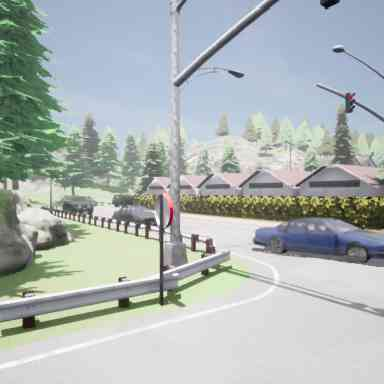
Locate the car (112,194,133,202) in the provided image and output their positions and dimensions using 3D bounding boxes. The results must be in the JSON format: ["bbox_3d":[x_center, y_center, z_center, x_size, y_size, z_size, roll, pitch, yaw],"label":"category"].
[{"bbox_3d":[-10.432,1.398,54.088,2.150,2.045,5.566,0,0,37],"label":"car"}]

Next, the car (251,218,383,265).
[{"bbox_3d":[4.806,1.679,12.460,2.033,1.411,5.357,0,-3,-42],"label":"car"}]

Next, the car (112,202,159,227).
[{"bbox_3d":[-4.116,1.738,24.407,2.033,1.411,5.357,0,0,-35],"label":"car"}]

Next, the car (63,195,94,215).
[{"bbox_3d":[-12.543,1.412,36.395,2.150,2.045,5.566,0,0,-34],"label":"car"}]
